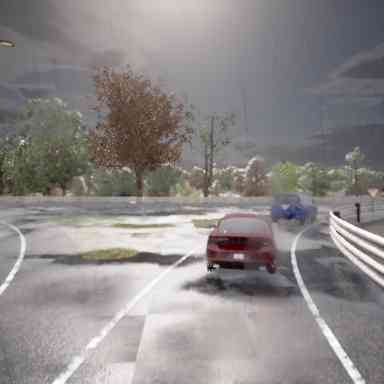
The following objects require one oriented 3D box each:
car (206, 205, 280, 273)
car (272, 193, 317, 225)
[{"bbox_3d":[1.692,1.427,10.674,1.882,1.535,5.008,0,1,12],"label":"car"},{"bbox_3d":[7.212,1.124,23.287,2.150,2.045,5.566,0,0,31],"label":"car"}]
